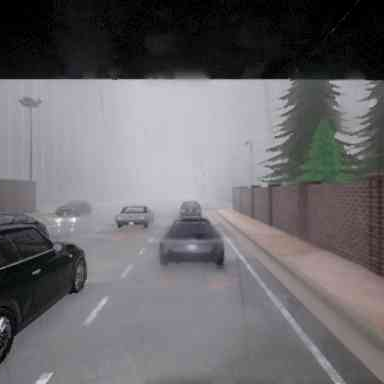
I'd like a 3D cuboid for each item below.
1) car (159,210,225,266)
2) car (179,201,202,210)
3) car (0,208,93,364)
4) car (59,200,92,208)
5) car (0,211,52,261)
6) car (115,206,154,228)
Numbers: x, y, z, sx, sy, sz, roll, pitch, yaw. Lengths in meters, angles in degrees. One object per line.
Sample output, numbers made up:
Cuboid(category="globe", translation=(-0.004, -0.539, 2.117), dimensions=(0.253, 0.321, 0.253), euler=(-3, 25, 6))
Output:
Cuboid(category="car", translation=(-0.004, 1.526, 11.390), dimensions=(1.994, 1.385, 4.181), euler=(0, 0, 0))
Cuboid(category="car", translation=(-0.115, 1.454, 28.209), dimensions=(2.033, 1.411, 5.357), euler=(0, 0, 0))
Cuboid(category="car", translation=(-3.481, 1.338, 5.854), dimensions=(2.097, 1.767, 4.553), euler=(0, 0, 0))
Cuboid(category="car", translation=(-10.743, 1.463, 30.812), dimensions=(2.033, 1.411, 5.357), euler=(0, 0, 0))
Cuboid(category="car", translation=(-7.187, 1.533, 12.657), dimensions=(1.994, 1.385, 4.181), euler=(0, 0, 0))
Cuboid(category="car", translation=(-3.562, 1.535, 21.626), dimensions=(1.895, 1.301, 4.718), euler=(0, 0, 0))
